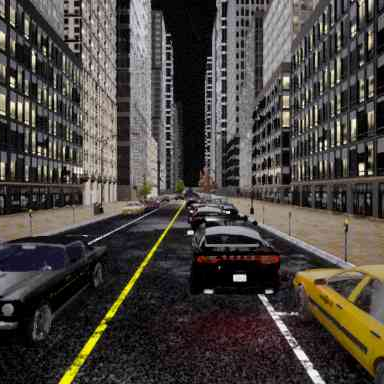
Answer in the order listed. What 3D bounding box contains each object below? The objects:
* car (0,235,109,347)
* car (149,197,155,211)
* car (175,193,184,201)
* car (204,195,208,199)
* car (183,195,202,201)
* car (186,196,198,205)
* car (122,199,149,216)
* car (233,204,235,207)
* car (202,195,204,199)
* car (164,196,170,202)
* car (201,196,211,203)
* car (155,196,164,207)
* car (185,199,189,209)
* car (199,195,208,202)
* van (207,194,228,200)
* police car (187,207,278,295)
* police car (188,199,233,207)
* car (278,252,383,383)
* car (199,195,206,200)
[{"bbox_3d":[-3.097,1.600,6.435,1.895,1.301,4.718,0,0,0],"label":"car"},{"bbox_3d":[-5.672,1.571,38.360,1.802,1.307,4.206,0,0,0],"label":"car"},{"bbox_3d":[-2.955,1.184,79.798,2.150,2.045,5.566,0,0,0],"label":"car"},{"bbox_3d":[2.708,1.429,38.341,1.967,1.590,4.097,0,0,0],"label":"car"},{"bbox_3d":[0.035,1.511,45.944,1.812,1.442,4.674,0,0,0],"label":"car"},{"bbox_3d":[0.034,1.525,59.910,2.033,1.411,5.357,0,0,0],"label":"car"},{"bbox_3d":[-5.675,1.516,32.498,1.752,1.417,4.829,0,0,0],"label":"car"},{"bbox_3d":[2.702,1.559,26.956,1.947,1.339,4.313,0,0,0],"label":"car"},{"bbox_3d":[2.719,1.563,55.417,1.802,1.307,4.206,0,0,0],"label":"car"},{"bbox_3d":[-5.652,1.534,72.511,1.947,1.339,4.313,0,0,0],"label":"car"},{"bbox_3d":[2.725,1.518,66.802,1.887,1.381,4.507,0,0,0],"label":"car"},{"bbox_3d":[-5.666,1.424,49.745,1.967,1.590,4.097,0,0,0],"label":"car"},{"bbox_3d":[0.708,1.500,24.831,1.837,1.490,4.892,0,0,4],"label":"car"},{"bbox_3d":[2.732,1.514,78.186,2.008,1.369,4.403,0,0,0],"label":"car"},{"bbox_3d":[2.704,1.332,32.648,1.690,1.788,3.998,0,0,0],"label":"van"},{"bbox_3d":[0.905,1.424,8.878,1.930,1.638,5.238,0,0,0],"label":"police car"},{"bbox_3d":[0.911,1.421,18.878,1.930,1.638,5.238,0,0,0],"label":"police car"},{"bbox_3d":[2.689,1.525,4.358,1.752,1.417,4.829,0,0,0],"label":"car"},{"bbox_3d":[2.738,1.535,89.572,1.802,1.307,4.206,0,0,0],"label":"car"}]
